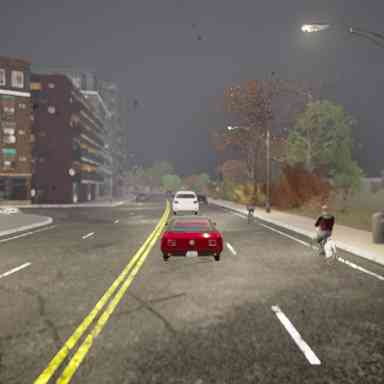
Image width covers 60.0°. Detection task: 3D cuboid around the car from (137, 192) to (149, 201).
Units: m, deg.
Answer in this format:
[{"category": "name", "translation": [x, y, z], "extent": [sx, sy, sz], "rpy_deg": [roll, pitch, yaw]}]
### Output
[{"category": "car", "translation": [-9.856, 0.884, 66.384], "extent": [2.097, 1.767, 4.553], "rpy_deg": [0, 0, -5]}]

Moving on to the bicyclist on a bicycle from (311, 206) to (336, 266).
[{"category": "bicyclist on a bicycle", "translation": [4.030, 1.298, 10.295], "extent": [0.659, 1.776, 1.843], "rpy_deg": [0, 1, -1]}]

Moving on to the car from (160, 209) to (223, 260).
[{"category": "car", "translation": [-0.043, 1.517, 12.023], "extent": [1.895, 1.301, 4.718], "rpy_deg": [0, 0, -1]}]

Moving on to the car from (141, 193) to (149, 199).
[{"category": "car", "translation": [-11.625, 0.909, 82.392], "extent": [1.812, 1.442, 4.674], "rpy_deg": [0, 0, -7]}]

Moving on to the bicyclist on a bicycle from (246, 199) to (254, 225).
[{"category": "bicyclist on a bicycle", "translation": [3.756, 1.302, 21.375], "extent": [0.582, 1.620, 1.656], "rpy_deg": [0, 0, -2]}]

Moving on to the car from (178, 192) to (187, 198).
[{"category": "car", "translation": [-2.483, 0.832, 87.829], "extent": [1.882, 1.535, 5.008], "rpy_deg": [0, 0, -7]}]

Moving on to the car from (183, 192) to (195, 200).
[{"category": "car", "translation": [-0.681, 0.829, 72.539], "extent": [2.097, 1.767, 4.553], "rpy_deg": [0, 0, -6]}]

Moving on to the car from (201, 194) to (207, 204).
[{"category": "car", "translation": [1.251, 1.131, 52.365], "extent": [1.837, 1.490, 4.892], "rpy_deg": [0, 0, -4]}]

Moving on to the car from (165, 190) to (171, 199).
[{"category": "car", "translation": [-5.141, 0.919, 82.919], "extent": [2.128, 1.511, 4.902], "rpy_deg": [0, 0, -7]}]

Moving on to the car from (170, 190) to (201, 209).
[{"category": "car", "translation": [-0.645, 1.009, 30.469], "extent": [2.150, 2.045, 5.566], "rpy_deg": [0, 0, -3]}]
